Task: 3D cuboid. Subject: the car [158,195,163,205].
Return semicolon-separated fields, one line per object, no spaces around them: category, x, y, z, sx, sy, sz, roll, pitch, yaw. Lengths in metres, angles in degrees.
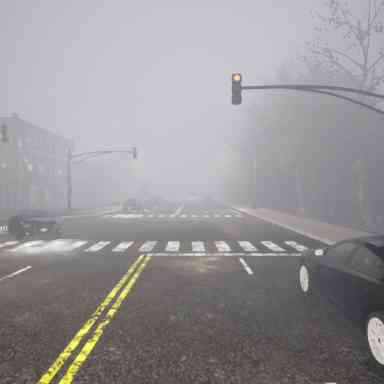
car;-6.569;1.458;56.646;1.882;1.535;5.008;0;0;0

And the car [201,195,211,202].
car;3.270;1.494;79.178;2.128;1.511;4.902;0;0;0

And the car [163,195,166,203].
car;-6.509;1.328;66.725;2.097;1.767;4.553;0;0;0

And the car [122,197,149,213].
car;-6.581;1.481;37.613;2.128;1.511;4.902;0;0;0

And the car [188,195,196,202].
car;0.021;1.509;79.299;2.033;1.411;5.357;0;0;0

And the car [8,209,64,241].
car;-7.991;1.565;16.928;1.994;1.385;4.181;0;0;-37

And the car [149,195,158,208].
car;-6.577;1.477;47.071;2.128;1.511;4.902;0;0;0

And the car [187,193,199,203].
car;0.117;1.197;66.887;2.150;2.045;5.566;0;0;0

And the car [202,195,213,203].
car;3.370;1.480;68.989;1.837;1.490;4.892;0;0;0

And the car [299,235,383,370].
car;3.344;1.477;5.663;1.882;1.535;5.008;0;0;1
